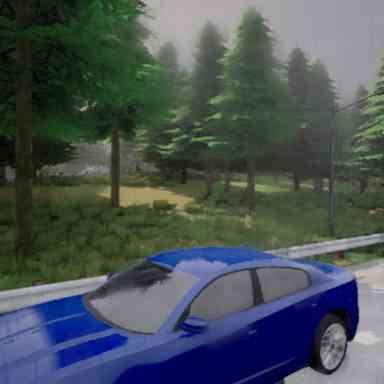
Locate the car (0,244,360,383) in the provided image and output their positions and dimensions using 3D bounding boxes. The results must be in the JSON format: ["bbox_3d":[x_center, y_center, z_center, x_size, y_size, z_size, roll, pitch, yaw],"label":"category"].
[{"bbox_3d":[0.037,1.472,4.019,5.008,1.535,1.882,0,0,-36],"label":"car"}]

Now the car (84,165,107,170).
[{"bbox_3d":[-12.300,-2.805,44.349,4.674,1.442,1.812,-6,4,-41],"label":"car"}]
